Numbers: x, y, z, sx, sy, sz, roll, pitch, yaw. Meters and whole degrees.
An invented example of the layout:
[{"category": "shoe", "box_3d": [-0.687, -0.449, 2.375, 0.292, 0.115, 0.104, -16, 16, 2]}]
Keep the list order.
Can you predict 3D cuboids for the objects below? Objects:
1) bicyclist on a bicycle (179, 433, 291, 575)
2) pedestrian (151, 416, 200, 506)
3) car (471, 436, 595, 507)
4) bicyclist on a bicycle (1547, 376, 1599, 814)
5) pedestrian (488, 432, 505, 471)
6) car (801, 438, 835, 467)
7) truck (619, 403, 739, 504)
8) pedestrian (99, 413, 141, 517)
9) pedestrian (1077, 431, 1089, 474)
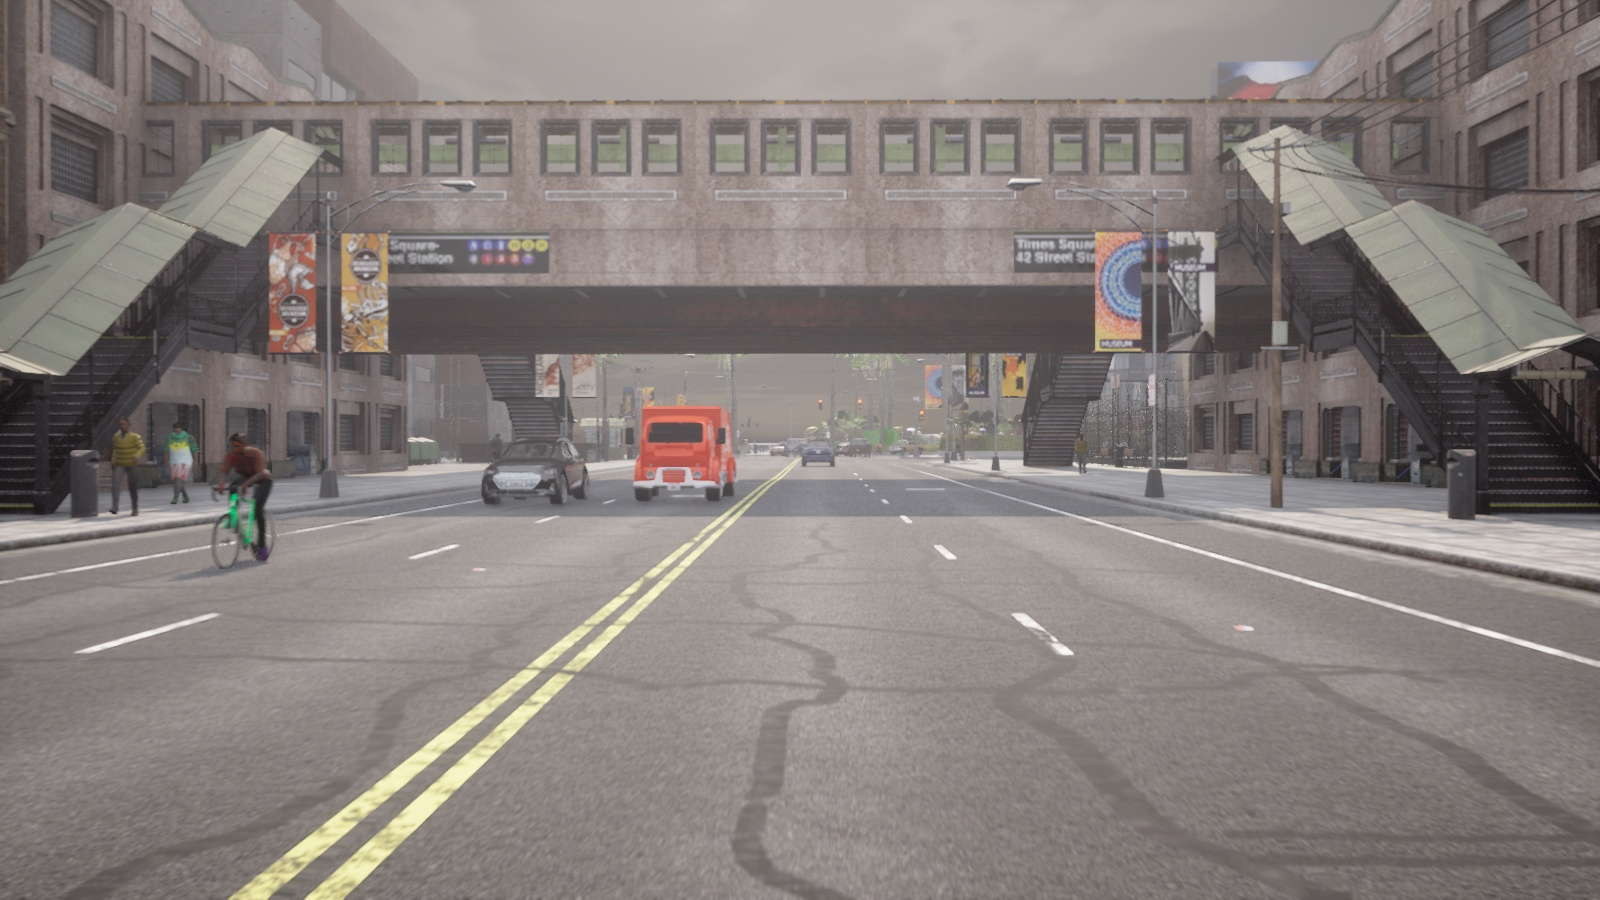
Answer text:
[{"category": "bicyclist on a bicycle", "box_3d": [-6.803, 0.608, 15.206, 0.582, 1.620, 1.656, 0, 1, 1]}, {"category": "pedestrian", "box_3d": [-13.706, 0.236, 27.582, 0.659, 1.952, 0.873, 0, 0, -1]}, {"category": "car", "box_3d": [-6.605, 0.493, 31.578, 2.033, 1.649, 4.856, 0, 0, 1]}, {"category": "bicyclist on a bicycle", "box_3d": [3.573, 0.595, 4.531, 0.659, 1.776, 1.843, 0, 1, 1]}, {"category": "pedestrian", "box_3d": [-14.404, 0.055, 59.574, 0.540, 1.848, 0.694, 0, 0, 13]}, {"category": "car", "box_3d": [1.135, 0.154, 80.236, 2.097, 1.767, 4.553, 0, 0, 1]}, {"category": "truck", "box_3d": [-3.084, 0.069, 33.288, 2.627, 2.467, 5.204, 0, 0, 1]}, {"category": "pedestrian", "box_3d": [-12.203, 0.265, 22.556, 0.431, 1.840, 0.709, 0, 0, -7]}, {"category": "pedestrian", "box_3d": [12.014, 0.113, 53.378, 0.370, 1.835, 0.726, 0, 0, 3]}]
